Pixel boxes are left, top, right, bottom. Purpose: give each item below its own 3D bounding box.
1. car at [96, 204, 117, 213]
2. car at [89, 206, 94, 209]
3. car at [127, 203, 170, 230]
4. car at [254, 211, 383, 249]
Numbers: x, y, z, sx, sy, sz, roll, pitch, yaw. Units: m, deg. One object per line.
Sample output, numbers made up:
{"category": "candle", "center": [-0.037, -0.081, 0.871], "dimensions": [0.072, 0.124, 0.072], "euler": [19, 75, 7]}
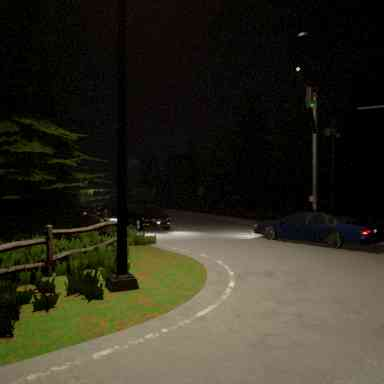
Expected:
{"category": "car", "center": [-7.045, 1.537, 29.761], "dimensions": [1.994, 1.385, 4.181], "euler": [0, 0, -24]}
{"category": "car", "center": [-11.219, 1.499, 39.095], "dimensions": [1.812, 1.442, 4.674], "euler": [0, 0, -24]}
{"category": "car", "center": [-2.893, 1.478, 20.716], "dimensions": [1.837, 1.490, 4.892], "euler": [0, 0, -25]}
{"category": "car", "center": [5.293, 1.520, 14.489], "dimensions": [2.033, 1.411, 5.357], "euler": [0, 0, -41]}
